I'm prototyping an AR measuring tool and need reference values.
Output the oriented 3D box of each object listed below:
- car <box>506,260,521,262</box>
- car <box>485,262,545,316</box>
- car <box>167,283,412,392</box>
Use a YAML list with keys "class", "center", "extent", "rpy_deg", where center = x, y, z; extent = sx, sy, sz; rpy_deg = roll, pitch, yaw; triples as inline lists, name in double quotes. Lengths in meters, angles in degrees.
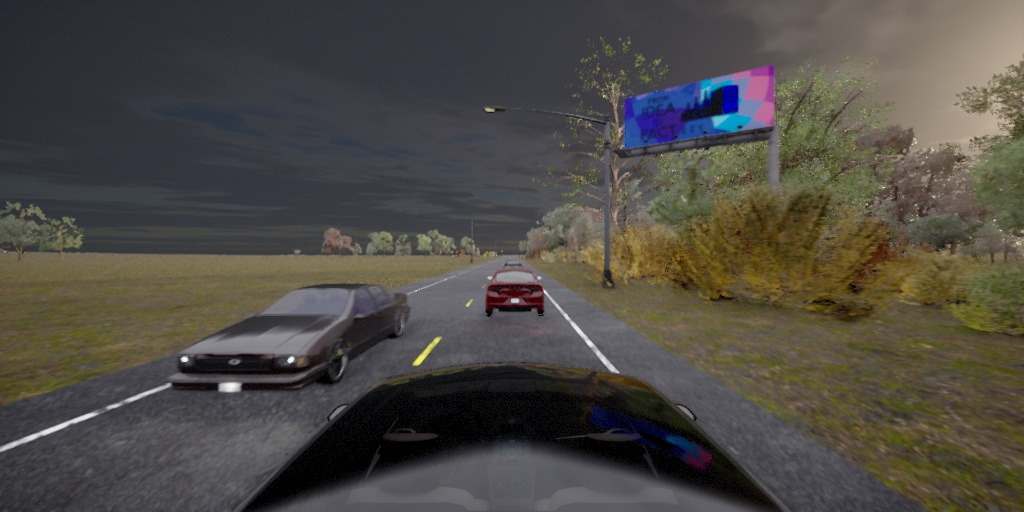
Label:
- class: "car"
  center: [0.103, 1.086, 32.557]
  extent: [2.128, 1.511, 4.902]
  rpy_deg: [0, 0, 0]
- class: "car"
  center: [0.096, 1.170, 13.140]
  extent: [1.882, 1.535, 5.008]
  rpy_deg: [0, 0, 0]
- class: "car"
  center: [-3.564, 1.270, 7.212]
  extent: [2.033, 1.411, 5.357]
  rpy_deg: [0, 0, 0]
